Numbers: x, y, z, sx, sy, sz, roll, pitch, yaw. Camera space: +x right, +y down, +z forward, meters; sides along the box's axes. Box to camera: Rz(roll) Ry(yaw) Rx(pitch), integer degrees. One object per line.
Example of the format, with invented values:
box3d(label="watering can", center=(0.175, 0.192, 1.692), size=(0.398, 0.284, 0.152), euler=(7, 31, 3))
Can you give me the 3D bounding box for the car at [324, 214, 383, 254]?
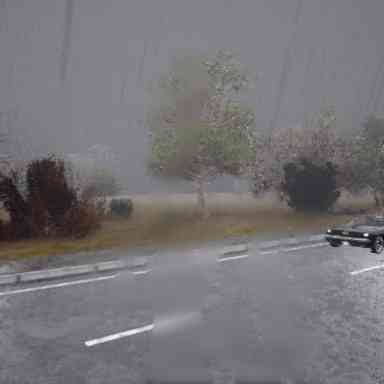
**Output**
box3d(label="car", center=(7.509, 1.602, 13.645), size=(4.718, 1.301, 1.895), euler=(0, 0, -35))
